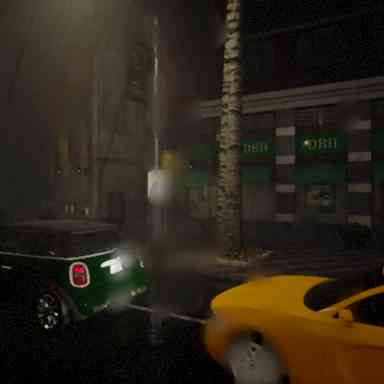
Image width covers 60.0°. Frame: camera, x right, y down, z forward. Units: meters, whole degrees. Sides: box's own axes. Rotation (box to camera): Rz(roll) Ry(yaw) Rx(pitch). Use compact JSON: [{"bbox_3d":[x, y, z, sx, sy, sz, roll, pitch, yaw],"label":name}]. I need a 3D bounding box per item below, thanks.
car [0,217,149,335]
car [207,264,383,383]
[{"bbox_3d":[-3.195,1.360,6.868,4.553,1.767,2.097,0,0,28],"label":"car"},{"bbox_3d":[2.503,1.477,3.431,5.008,1.535,1.882,0,0,35],"label":"car"}]
